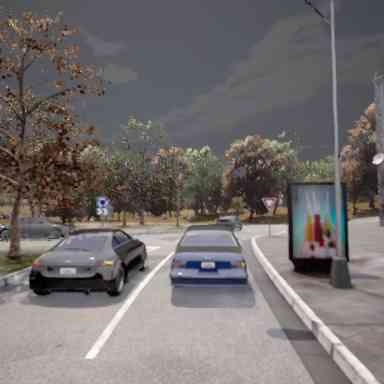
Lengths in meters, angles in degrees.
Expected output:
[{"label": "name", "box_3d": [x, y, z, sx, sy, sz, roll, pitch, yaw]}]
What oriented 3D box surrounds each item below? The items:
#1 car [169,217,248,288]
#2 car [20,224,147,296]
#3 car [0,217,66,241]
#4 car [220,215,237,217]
[{"label": "car", "box_3d": [0.485, 1.647, 9.465, 2.033, 1.411, 5.357, 0, -2, 3]}, {"label": "car", "box_3d": [-2.461, 1.656, 8.876, 1.994, 1.385, 4.181, 0, -1, 3]}, {"label": "car", "box_3d": [-9.427, 2.216, 20.346, 4.181, 1.385, 1.994, 0, -4, -9]}, {"label": "car", "box_3d": [3.617, 3.002, 32.066, 1.837, 1.490, 4.892, 0, -4, 20]}]
